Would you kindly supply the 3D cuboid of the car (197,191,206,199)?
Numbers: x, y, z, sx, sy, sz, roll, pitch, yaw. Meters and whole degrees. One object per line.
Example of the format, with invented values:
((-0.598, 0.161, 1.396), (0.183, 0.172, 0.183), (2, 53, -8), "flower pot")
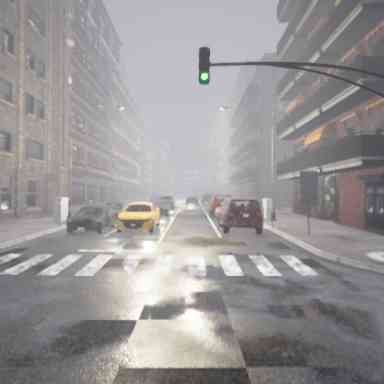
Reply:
((2.450, 0.723, 84.948), (2.192, 1.841, 5.009), (1, 0, 0), "car")

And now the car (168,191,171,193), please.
((-5.397, 0.994, 62.477), (1.752, 1.417, 4.829), (1, 0, 0), "car")

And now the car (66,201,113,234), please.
((-5.323, 1.386, 18.153), (1.947, 1.339, 4.313), (2, 1, 0), "car")

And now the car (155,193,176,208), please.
((-2.894, 1.147, 38.355), (1.837, 1.490, 4.892), (0, 1, 0), "car")

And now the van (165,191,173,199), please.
((-5.421, 0.727, 79.338), (1.690, 1.788, 3.998), (1, 0, 0), "van")

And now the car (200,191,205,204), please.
((2.505, 0.894, 51.567), (2.192, 1.841, 5.009), (1, 0, 0), "car")

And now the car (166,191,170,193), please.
((-5.389, 1.049, 57.085), (2.008, 1.369, 4.403), (1, 0, 0), "car")

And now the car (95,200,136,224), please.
((-5.332, 1.328, 23.714), (1.947, 1.339, 4.313), (2, 1, 0), "car")

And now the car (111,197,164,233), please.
((-2.872, 1.307, 18.661), (1.882, 1.535, 5.008), (0, 1, 0), "car")

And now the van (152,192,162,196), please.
((-5.374, 0.871, 51.518), (1.690, 1.788, 3.998), (1, 0, 0), "van")

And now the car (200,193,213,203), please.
((2.493, 0.987, 57.132), (1.967, 1.590, 4.097), (1, 0, 0), "car")

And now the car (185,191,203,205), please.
((0.029, 1.078, 48.169), (2.128, 1.511, 4.902), (0, 0, 0), "car")

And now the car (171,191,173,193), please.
((-5.417, 0.963, 73.776), (2.008, 1.369, 4.403), (1, 0, 0), "car")

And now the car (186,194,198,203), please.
((-0.026, 1.088, 58.404), (1.994, 1.385, 4.181), (0, 0, 0), "car")

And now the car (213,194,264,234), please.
((2.563, 1.183, 18.210), (2.192, 1.841, 5.009), (1, 1, 0), "car")

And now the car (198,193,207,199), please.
((2.454, 1.000, 79.385), (1.947, 1.339, 4.313), (1, 0, 0), "car")

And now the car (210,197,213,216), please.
((2.549, 1.334, 23.941), (1.752, 1.417, 4.829), (1, 1, 0), "car")

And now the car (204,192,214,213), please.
((2.544, 1.071, 29.334), (2.192, 1.841, 5.009), (1, 0, 0), "car")

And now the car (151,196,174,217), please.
((-2.885, 1.300, 27.931), (1.994, 1.385, 4.181), (0, 1, 0), "car")
